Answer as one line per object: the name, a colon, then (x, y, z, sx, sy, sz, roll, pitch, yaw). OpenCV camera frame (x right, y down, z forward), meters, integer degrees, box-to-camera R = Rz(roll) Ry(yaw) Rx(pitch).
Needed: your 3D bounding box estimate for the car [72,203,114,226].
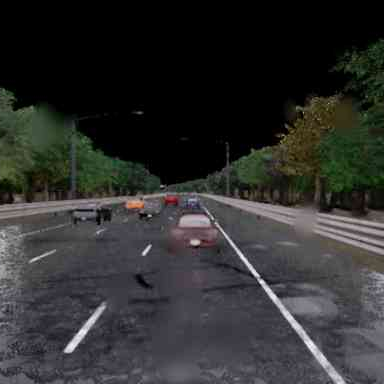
car: (-6.900, 1.498, 23.606, 2.128, 1.511, 4.902, 0, 0, 0)

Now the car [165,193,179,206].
car: (-3.401, 1.218, 56.512, 2.150, 2.045, 5.566, 0, 0, 0)

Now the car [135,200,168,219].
car: (-3.402, 1.611, 28.952, 1.895, 1.301, 4.718, 0, 0, 0)

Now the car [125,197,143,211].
car: (-6.899, 1.357, 41.470, 2.097, 1.767, 4.553, 0, 0, 0)

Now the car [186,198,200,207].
car: (0.098, 1.535, 47.005, 1.812, 1.442, 4.674, 0, 0, 0)

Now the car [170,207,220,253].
car: (0.099, 1.535, 13.578, 1.812, 1.442, 4.674, 0, 0, 0)
